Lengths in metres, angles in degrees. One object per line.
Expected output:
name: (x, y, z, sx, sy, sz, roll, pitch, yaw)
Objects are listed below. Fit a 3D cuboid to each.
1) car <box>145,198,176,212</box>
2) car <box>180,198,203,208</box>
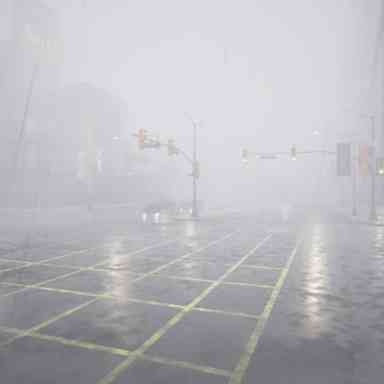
car: (-3.619, 1.475, 38.969, 1.882, 1.535, 5.008, 0, 0, 23)
car: (-0.007, 1.597, 48.524, 1.895, 1.301, 4.718, 0, 0, 21)
